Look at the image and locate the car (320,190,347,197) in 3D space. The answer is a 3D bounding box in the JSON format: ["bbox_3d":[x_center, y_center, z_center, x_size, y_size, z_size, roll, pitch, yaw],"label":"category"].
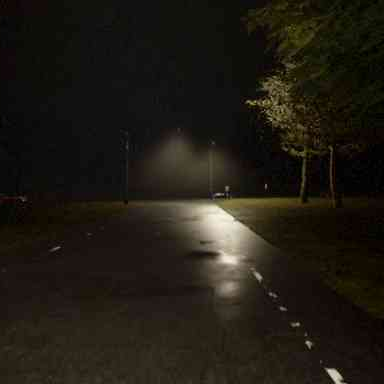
[{"bbox_3d":[27.796,0.252,65.305,5.008,1.535,1.882,-1,-1,-1],"label":"car"}]

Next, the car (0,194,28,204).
[{"bbox_3d":[-30.944,1.099,57.676,4.553,1.767,2.097,-1,-1,0],"label":"car"}]

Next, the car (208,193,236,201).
[{"bbox_3d":[5.129,0.794,57.857,4.718,1.301,1.895,-4,0,-1],"label":"car"}]
